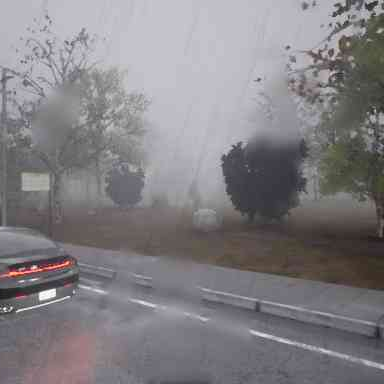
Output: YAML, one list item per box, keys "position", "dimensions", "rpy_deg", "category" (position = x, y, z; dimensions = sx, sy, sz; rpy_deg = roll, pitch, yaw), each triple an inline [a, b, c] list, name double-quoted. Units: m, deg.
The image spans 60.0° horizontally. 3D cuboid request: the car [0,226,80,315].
- position: [-4.402, 1.505, 7.135]
  dimensions: [4.892, 1.490, 1.837]
  rpy_deg: [0, 0, 37]
  category: "car"
